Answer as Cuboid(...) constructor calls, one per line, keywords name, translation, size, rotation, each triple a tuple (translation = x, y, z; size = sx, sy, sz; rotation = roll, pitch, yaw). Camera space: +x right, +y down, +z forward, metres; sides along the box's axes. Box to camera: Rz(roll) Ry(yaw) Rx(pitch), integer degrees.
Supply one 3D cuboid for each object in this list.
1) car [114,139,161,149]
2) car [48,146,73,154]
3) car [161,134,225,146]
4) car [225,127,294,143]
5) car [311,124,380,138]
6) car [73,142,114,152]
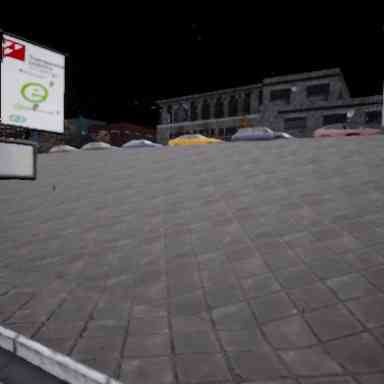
Cuboid(name="car", translation=(-4.337, -3.974, 29.804), size=(4.674, 1.452, 2.002), rotation=(2, 1, 33))
Cuboid(name="car", translation=(-13.549, -4.255, 35.931), size=(4.892, 1.521, 2.231), rotation=(1, 1, 34))
Cuboid(name="car", translation=(0.375, -3.879, 26.875), size=(5.008, 1.535, 2.097), rotation=(2, 1, 32))
Cuboid(name="car", translation=(5.129, -3.870, 24.059), size=(4.553, 1.767, 2.185), rotation=(2, 1, 31))
Cuboid(name="car", translation=(10.121, -3.576, 21.260), size=(4.792, 1.488, 2.163), rotation=(2, 1, 29))
Cuboid(name="car", translation=(-8.983, -4.143, 32.831), size=(4.892, 1.521, 2.231), rotation=(1, 1, 34))
